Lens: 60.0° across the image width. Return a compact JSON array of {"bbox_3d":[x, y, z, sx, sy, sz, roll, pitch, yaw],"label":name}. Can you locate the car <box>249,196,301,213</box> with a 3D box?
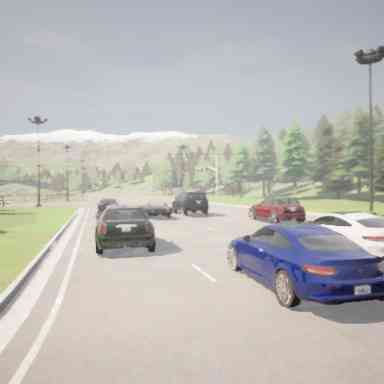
[{"bbox_3d":[5.592,1.104,22.350,2.097,1.767,4.553,-1,1,-16],"label":"car"}]

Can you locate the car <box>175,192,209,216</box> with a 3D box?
[{"bbox_3d":[-0.187,0.981,29.844,2.150,2.045,5.566,-1,0,-16],"label":"car"}]

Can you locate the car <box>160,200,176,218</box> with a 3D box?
[{"bbox_3d":[-2.994,1.417,26.980,1.895,1.301,4.718,-1,0,-16],"label":"car"}]

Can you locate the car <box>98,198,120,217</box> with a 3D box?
[{"bbox_3d":[-7.793,1.346,30.947,1.837,1.490,4.892,-1,0,-16],"label":"car"}]

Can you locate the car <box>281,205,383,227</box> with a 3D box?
[{"bbox_3d":[5.054,1.375,11.105,1.812,1.442,4.674,-1,1,-14],"label":"car"}]

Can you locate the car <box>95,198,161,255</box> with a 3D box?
[{"bbox_3d":[-2.772,1.277,13.359,2.097,1.767,4.553,-1,1,-15],"label":"car"}]

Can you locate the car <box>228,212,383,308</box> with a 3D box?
[{"bbox_3d":[2.305,1.435,7.718,1.812,1.442,4.674,-1,0,-13],"label":"car"}]
